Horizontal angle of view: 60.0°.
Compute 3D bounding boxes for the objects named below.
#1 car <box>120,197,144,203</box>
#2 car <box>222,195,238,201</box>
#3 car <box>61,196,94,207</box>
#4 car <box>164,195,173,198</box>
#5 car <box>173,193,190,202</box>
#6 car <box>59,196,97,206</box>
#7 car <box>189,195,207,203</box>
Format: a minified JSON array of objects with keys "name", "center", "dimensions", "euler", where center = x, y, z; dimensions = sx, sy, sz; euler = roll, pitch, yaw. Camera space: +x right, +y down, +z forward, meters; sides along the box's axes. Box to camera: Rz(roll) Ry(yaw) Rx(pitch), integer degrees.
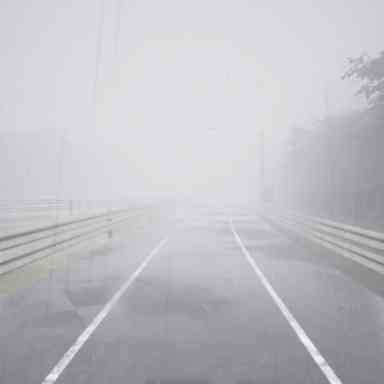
[{"name":"car","center":[-8.412,1.419,47.019],"dimensions":[1.994,1.385,4.181],"euler":[1,0,22]},{"name":"car","center":[10.486,1.492,93.519],"dimensions":[2.097,1.767,4.553],"euler":[1,0,22]},{"name":"car","center":[-16.025,1.302,46.880],"dimensions":[1.812,1.442,4.674],"euler":[1,0,22]},{"name":"car","center":[-4.739,1.462,74.650],"dimensions":[1.837,1.490,4.892],"euler":[1,0,22]},{"name":"car","center":[-1.484,1.218,73.357],"dimensions":[2.150,2.045,5.566],"euler":[1,0,22]},{"name":"car","center":[-14.287,1.329,41.854],"dimensions":[2.033,1.411,5.357],"euler":[1,0,22]},{"name":"car","center":[1.751,1.523,72.029],"dimensions":[1.837,1.490,4.892],"euler":[1,0,22]}]
